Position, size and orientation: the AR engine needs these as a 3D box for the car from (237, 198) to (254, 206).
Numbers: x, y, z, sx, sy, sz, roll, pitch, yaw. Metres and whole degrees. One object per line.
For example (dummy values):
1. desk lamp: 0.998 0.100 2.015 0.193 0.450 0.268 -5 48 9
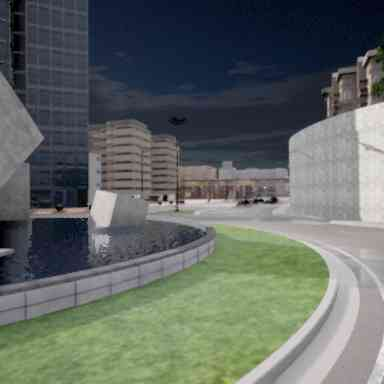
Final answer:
1. car: 10.233 1.988 65.732 2.128 1.511 4.902 -1 -1 20

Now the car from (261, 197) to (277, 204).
1. car: 17.363 2.105 74.934 1.895 1.301 4.718 -1 -1 20

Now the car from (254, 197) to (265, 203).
1. car: 17.243 2.065 84.719 2.128 1.511 4.902 -1 -1 20

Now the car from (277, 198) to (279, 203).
1. car: 20.815 2.014 84.289 1.837 1.490 4.892 -1 -1 20

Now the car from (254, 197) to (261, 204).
1. car: 13.780 2.071 75.337 1.812 1.442 4.674 -1 -1 20
